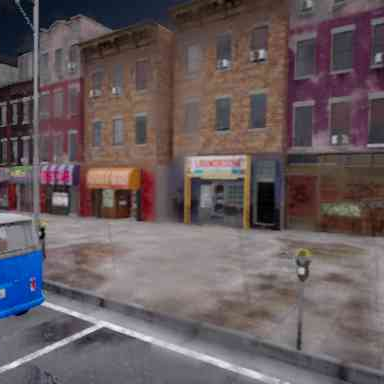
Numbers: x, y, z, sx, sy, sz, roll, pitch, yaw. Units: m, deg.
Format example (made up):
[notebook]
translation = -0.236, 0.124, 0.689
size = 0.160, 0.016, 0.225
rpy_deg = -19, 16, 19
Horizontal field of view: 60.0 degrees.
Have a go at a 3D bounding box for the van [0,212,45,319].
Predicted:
[van]
translation = -4.290, 1.192, 5.689
size = 3.998, 1.788, 1.690
rpy_deg = 1, 3, 34
